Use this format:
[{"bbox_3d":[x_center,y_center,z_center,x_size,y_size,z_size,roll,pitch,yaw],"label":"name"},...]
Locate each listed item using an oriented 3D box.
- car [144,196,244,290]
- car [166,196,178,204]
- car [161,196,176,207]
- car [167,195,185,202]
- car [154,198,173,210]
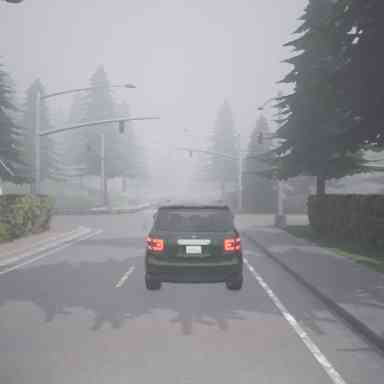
[{"bbox_3d":[0.052,1.221,9.197,2.150,2.045,5.566,0,0,0],"label":"car"},{"bbox_3d":[-3.828,1.491,62.490,2.128,1.511,4.902,0,0,-4],"label":"car"},{"bbox_3d":[-3.657,1.491,52.407,2.128,1.511,4.902,0,0,0],"label":"car"},{"bbox_3d":[-3.625,1.524,74.147,1.812,1.442,4.674,0,0,-35],"label":"car"},{"bbox_3d":[-3.643,1.564,43.148,1.994,1.385,4.181,0,0,0],"label":"car"}]
